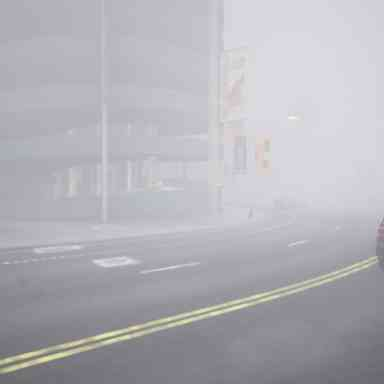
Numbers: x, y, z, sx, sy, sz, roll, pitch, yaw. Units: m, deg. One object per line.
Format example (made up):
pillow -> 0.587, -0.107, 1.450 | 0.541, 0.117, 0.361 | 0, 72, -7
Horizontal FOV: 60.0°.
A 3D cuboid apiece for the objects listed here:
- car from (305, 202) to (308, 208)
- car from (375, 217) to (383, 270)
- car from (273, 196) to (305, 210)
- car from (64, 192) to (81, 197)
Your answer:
car -> 14.405, 1.533, 47.576 | 2.033, 1.411, 5.357 | 0, 0, -14
car -> 7.315, 1.219, 9.953 | 2.150, 2.045, 5.566 | 0, 0, 44
car -> 11.791, 1.339, 41.475 | 2.097, 1.767, 4.553 | 0, 0, -6
car -> -21.699, 0.999, 60.452 | 2.435, 2.045, 5.566 | 0, 0, -36
